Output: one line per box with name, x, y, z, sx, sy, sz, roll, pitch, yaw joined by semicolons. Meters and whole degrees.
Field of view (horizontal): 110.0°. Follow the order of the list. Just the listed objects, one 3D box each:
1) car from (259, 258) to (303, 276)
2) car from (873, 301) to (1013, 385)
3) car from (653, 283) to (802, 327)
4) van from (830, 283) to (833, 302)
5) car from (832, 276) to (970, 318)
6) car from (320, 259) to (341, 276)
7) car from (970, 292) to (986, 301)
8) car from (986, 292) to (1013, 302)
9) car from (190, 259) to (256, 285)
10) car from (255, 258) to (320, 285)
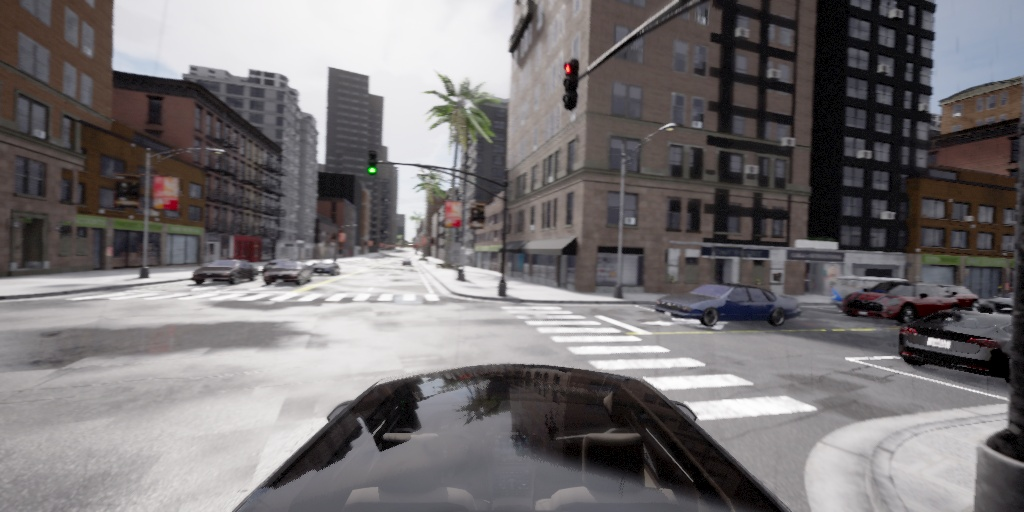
car;-19.357;0.881;30.292;1.994;1.385;4.181;2;0;-17
car;10.725;1.907;7.916;4.313;1.339;1.948;0;0;-16
car;8.043;1.747;13.341;5.357;1.411;2.033;2;0;-16
van;19.007;2.002;19.089;3.998;1.789;1.690;0;0;-16
car;17.163;1.944;15.887;4.553;1.767;2.097;2;0;-15
car;-16.231;0.991;31.218;1.994;1.385;4.181;2;0;-15
car;24.295;2.330;20.571;4.097;1.591;1.967;0;0;-16
car;26.752;2.572;18.580;4.181;1.385;1.994;2;0;-16
car;-16.865;0.882;21.448;2.033;1.411;5.357;2;0;-19
car;-13.722;0.992;22.325;2.033;1.411;5.357;2;0;-20
